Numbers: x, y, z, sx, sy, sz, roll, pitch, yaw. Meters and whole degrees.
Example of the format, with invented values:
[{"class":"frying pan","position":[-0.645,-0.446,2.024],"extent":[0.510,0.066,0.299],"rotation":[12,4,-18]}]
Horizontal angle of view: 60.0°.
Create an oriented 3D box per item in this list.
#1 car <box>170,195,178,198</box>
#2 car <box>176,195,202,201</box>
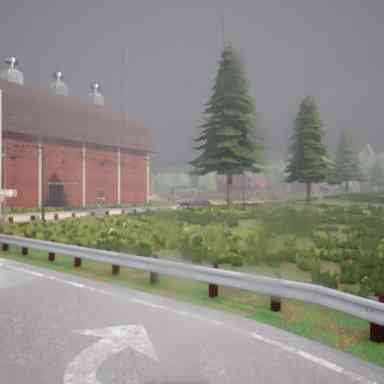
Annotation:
[{"class":"car","position":[-4.695,1.490,86.064],"extent":[1.816,1.474,4.193],"rotation":[0,0,36]},{"class":"car","position":[0.469,1.553,47.264],"extent":[2.033,1.411,5.357],"rotation":[0,0,37]}]
